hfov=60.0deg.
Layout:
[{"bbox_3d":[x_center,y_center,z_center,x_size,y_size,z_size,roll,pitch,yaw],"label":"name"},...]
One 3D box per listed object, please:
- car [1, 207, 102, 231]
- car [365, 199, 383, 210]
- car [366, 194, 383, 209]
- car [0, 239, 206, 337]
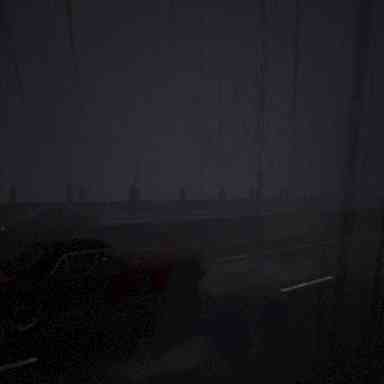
[{"bbox_3d":[-8.186,1.608,19.760,5.357,1.411,2.033,0,0,-37],"label":"car"},{"bbox_3d":[25.793,1.649,45.135,5.357,1.411,2.033,0,0,-36],"label":"car"},{"bbox_3d":[22.500,1.307,38.326,5.566,2.045,2.150,0,0,-37],"label":"car"},{"bbox_3d":[-2.038,1.621,6.705,4.718,1.301,1.895,0,0,-36],"label":"car"}]
